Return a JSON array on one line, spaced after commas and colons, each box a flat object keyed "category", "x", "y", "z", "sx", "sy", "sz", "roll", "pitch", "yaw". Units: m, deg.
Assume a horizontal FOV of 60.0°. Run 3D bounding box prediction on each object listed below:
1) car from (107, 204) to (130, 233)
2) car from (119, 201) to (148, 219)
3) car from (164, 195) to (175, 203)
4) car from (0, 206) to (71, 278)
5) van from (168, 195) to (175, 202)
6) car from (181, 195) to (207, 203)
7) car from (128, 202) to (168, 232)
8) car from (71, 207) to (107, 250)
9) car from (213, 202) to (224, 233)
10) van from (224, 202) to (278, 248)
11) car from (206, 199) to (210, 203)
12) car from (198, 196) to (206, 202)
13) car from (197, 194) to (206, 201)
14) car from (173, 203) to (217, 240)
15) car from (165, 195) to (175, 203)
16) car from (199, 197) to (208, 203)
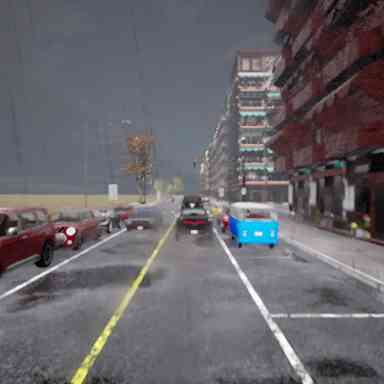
[{"category": "car", "x": -5.310, "y": 1.618, "z": 19.827, "sx": 2.008, "sy": 1.369, "sz": 4.403, "roll": 1, "pitch": 0, "yaw": 0}, {"category": "car", "x": -5.312, "y": 1.629, "z": 30.729, "sx": 1.752, "sy": 1.417, "sz": 4.829, "roll": 1, "pitch": 0, "yaw": 0}, {"category": "car", "x": -5.320, "y": 1.693, "z": 74.686, "sx": 1.967, "sy": 1.590, "sz": 4.097, "roll": 1, "pitch": 0, "yaw": 0}, {"category": "car", "x": -5.305, "y": 1.345, "z": 8.755, "sx": 2.192, "sy": 1.841, "sz": 5.009, "roll": 1, "pitch": 0, "yaw": 0}, {"category": "van", "x": -5.322, "y": 1.633, "z": 85.994, "sx": 1.690, "sy": 1.788, "sz": 3.998, "roll": 1, "pitch": 0, "yaw": 0}, {"category": "car", "x": 0.075, "y": 1.329, "z": 32.054, "sx": 2.150, "sy": 2.045, "sz": 5.566, "roll": 0, "pitch": 0, "yaw": 1}, {"category": "car", "x": -2.836, "y": 1.618, "z": 20.988, "sx": 2.033, "sy": 1.411, "sz": 5.357, "roll": 0, "pitch": 0, "yaw": 0}, {"category": "car", "x": -5.307, "y": 1.489, "z": 14.291, "sx": 1.967, "sy": 1.590, "sz": 4.097, "roll": 1, "pitch": 0, "yaw": 0}, {"category": "car", "x": 2.572, "y": 1.508, "z": 20.239, "sx": 1.967, "sy": 1.590, "sz": 4.097, "roll": 1, "pitch": 0, "yaw": 0}, {"category": "van", "x": 2.574, "y": 1.391, "z": 14.694, "sx": 1.690, "sy": 1.788, "sz": 3.998, "roll": 1, "pitch": 0, "yaw": 0}, {"category": "car", "x": 2.568, "y": 1.631, "z": 31.498, "sx": 1.752, "sy": 1.417, "sz": 4.829, "roll": 1, "pitch": 0, "yaw": 0}, {"category": "car", "x": 2.556, "y": 1.859, "z": 86.486, "sx": 1.947, "sy": 1.339, "sz": 4.313, "roll": 1, "pitch": 0, "yaw": 0}, {"category": "car", "x": 2.557, "y": 1.628, "z": 92.148, "sx": 2.192, "sy": 1.841, "sz": 5.009, "roll": 1, "pitch": 0, "yaw": 0}, {"category": "car", "x": 0.097, "y": 1.563, "z": 17.374, "sx": 1.837, "sy": 1.490, "sz": 4.892, "roll": 0, "pitch": 0, "yaw": 0}, {"category": "car", "x": -5.320, "y": 1.588, "z": 80.341, "sx": 2.192, "sy": 1.841, "sz": 5.009, "roll": 1, "pitch": 0, "yaw": 0}, {"category": "car", "x": 2.558, "y": 1.837, "z": 75.164, "sx": 1.802, "sy": 1.307, "sz": 4.206, "roll": 1, "pitch": 0, "yaw": 0}]
